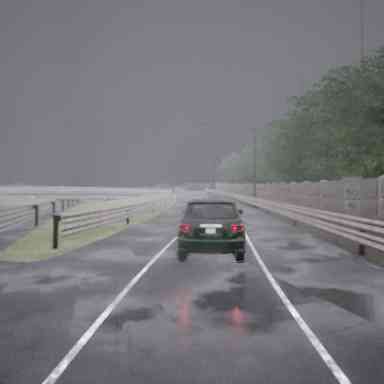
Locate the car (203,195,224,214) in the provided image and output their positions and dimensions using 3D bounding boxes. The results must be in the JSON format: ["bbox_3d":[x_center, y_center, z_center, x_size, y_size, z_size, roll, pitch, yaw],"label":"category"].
[{"bbox_3d":[2.223,1.251,35.740,2.097,1.767,4.553,0,1,2],"label":"car"}]

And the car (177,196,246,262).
[{"bbox_3d":[0.741,1.238,12.386,2.150,2.045,5.566,0,0,4],"label":"car"}]
